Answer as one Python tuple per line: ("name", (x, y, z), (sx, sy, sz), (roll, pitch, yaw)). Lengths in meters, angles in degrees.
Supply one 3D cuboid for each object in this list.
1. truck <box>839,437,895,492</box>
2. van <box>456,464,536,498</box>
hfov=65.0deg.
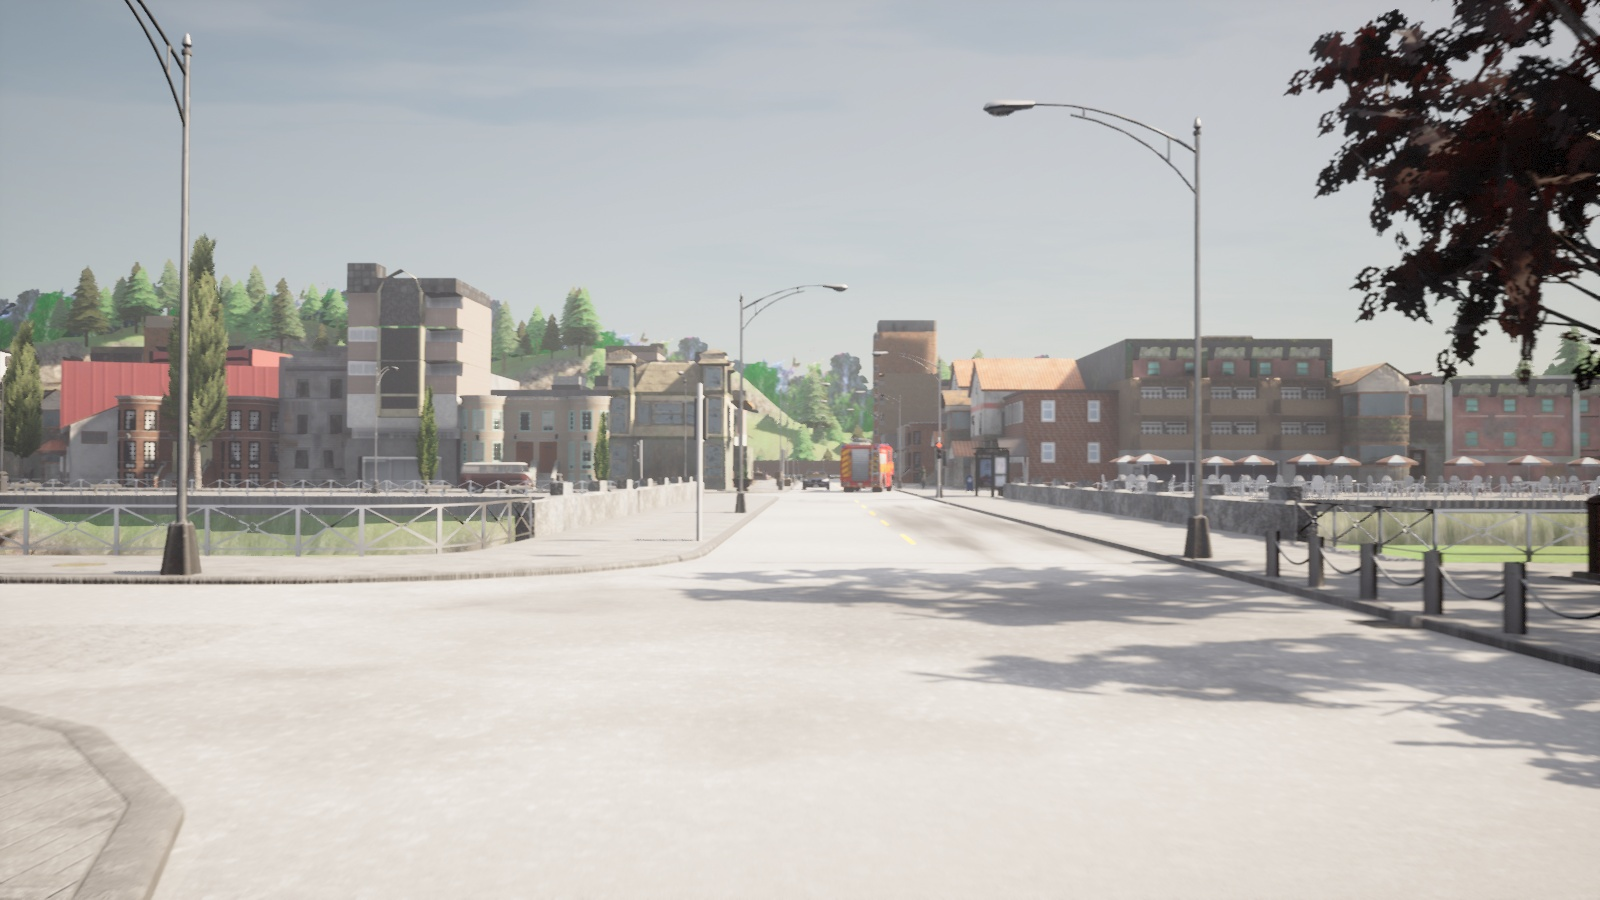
("truck", (4.971, 1.088, 91.359), (2.891, 3.827, 8.468), (0, -1, 11))
("van", (-18.497, 1.881, 76.628), (4.442, 1.987, 1.775), (0, -1, 1))
